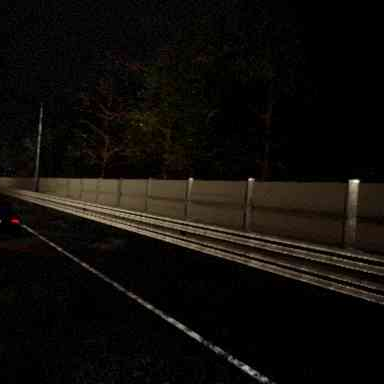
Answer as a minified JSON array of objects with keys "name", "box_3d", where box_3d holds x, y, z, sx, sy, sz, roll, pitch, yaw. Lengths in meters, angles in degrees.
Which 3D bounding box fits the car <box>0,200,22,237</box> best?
[{"name":"car","box_3d":[-8.557,1.024,14.102,2.033,1.411,5.357,4,0,-36]}]
